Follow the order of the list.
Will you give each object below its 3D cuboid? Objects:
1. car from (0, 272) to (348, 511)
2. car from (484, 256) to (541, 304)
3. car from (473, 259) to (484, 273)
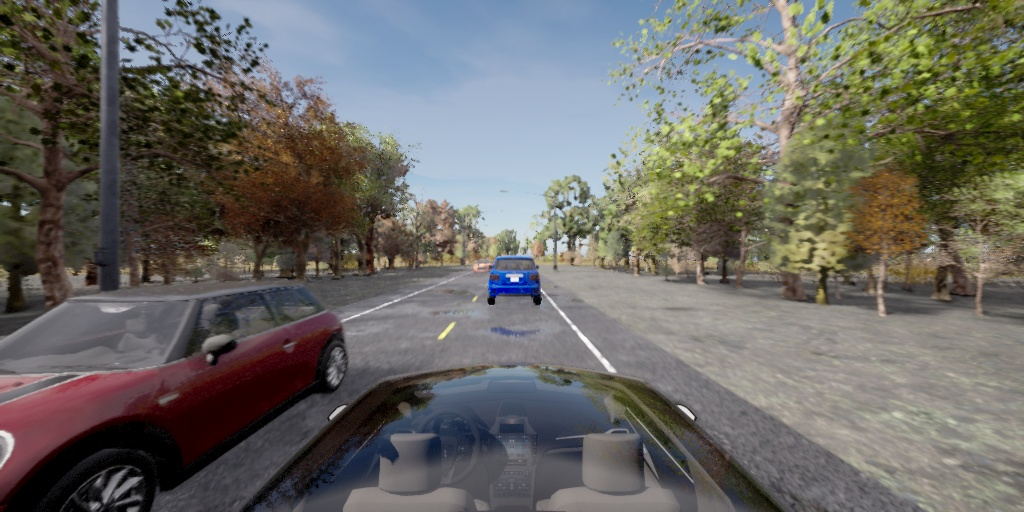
[{"bbox_3d":[-3.598,1.106,3.655,2.097,1.767,4.553,0,0,0],"label":"car"},{"bbox_3d":[0.106,0.998,16.524,2.150,2.045,5.566,0,0,0],"label":"car"},{"bbox_3d":[-3.557,1.176,44.494,2.097,1.767,4.553,0,0,0],"label":"car"}]
